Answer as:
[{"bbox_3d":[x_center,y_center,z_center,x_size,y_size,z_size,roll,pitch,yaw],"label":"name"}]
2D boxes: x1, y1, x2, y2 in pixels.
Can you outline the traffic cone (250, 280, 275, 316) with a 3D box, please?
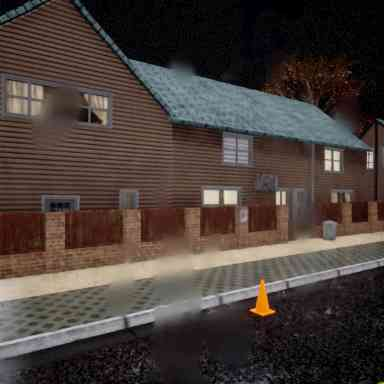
[{"bbox_3d":[1.324,1.955,6.247,0.340,0.580,0.340,0,0,-34],"label":"traffic cone"}]
